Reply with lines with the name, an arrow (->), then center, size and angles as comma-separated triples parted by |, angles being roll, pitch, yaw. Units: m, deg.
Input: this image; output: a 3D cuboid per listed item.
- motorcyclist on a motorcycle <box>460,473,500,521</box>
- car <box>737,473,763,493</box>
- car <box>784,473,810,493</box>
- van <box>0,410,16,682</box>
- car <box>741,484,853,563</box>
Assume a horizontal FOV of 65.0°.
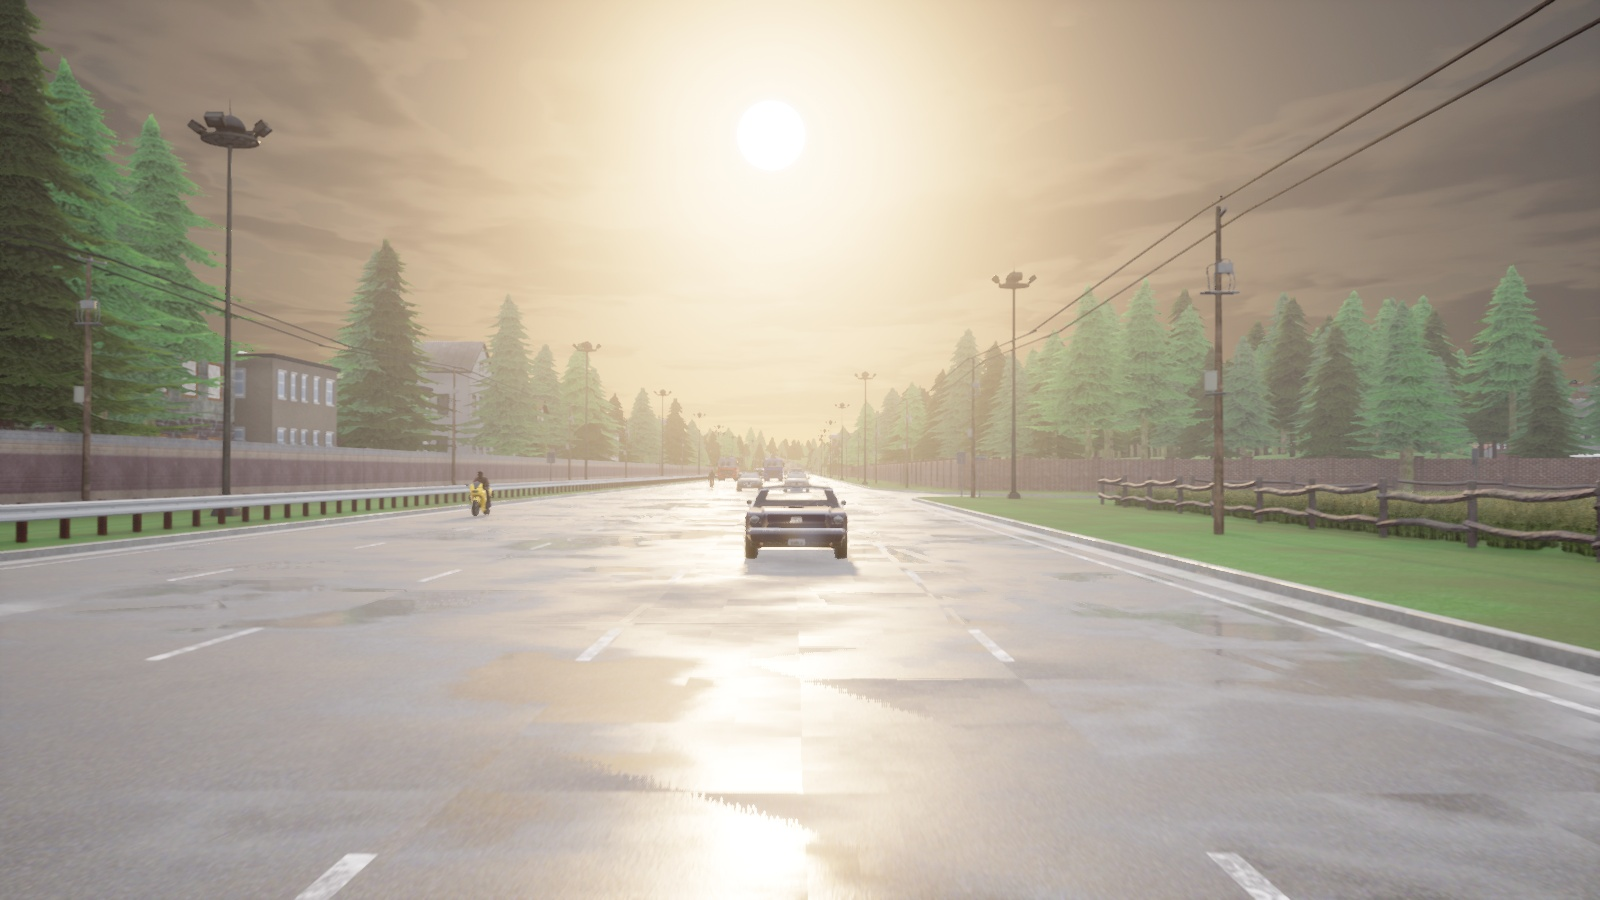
motorcyclist on a motorcycle -> -10.600, 1.537, 41.674 | 0.797, 1.523, 2.044 | 0, -1, 0
car -> -3.727, 2.434, 94.386 | 1.812, 1.442, 4.674 | 0, -1, 0
car -> -0.223, 2.396, 92.992 | 1.812, 1.442, 4.674 | 0, -1, 0
van -> -7.019, 0.689, 7.335 | 2.069, 2.038, 4.480 | 0, -1, 0
car -> -0.057, 1.313, 23.738 | 1.895, 1.301, 4.718 | 0, -1, 0
